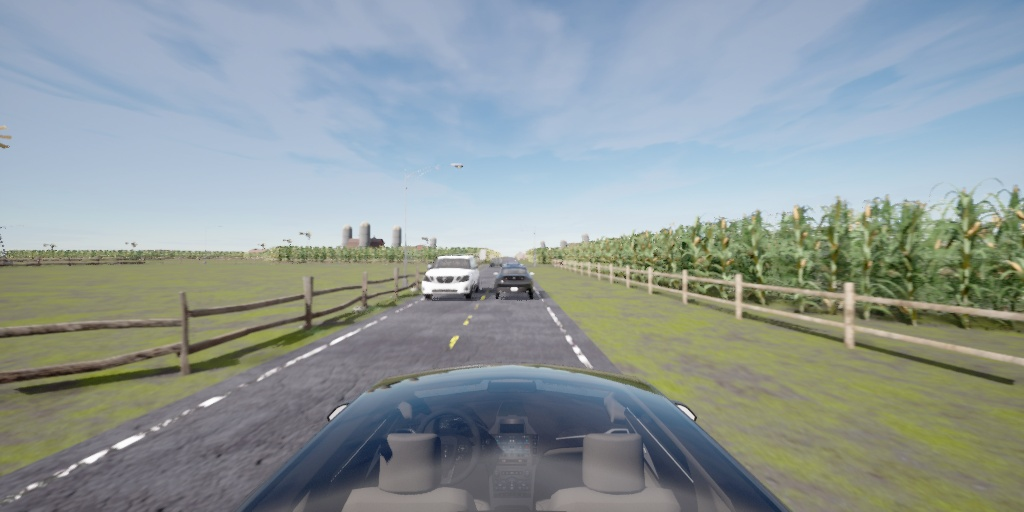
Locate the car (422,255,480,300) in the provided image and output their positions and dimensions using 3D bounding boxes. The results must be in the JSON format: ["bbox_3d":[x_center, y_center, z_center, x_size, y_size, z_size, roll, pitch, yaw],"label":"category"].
[{"bbox_3d":[-2.848,0.967,17.887,2.150,2.045,5.566,0,0,0],"label":"car"}]

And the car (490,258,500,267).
[{"bbox_3d":[-2.741,1.086,62.910,2.097,1.767,4.553,0,0,0],"label":"car"}]

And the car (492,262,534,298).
[{"bbox_3d":[0.102,1.250,18.591,1.837,1.490,4.892,0,0,0],"label":"car"}]

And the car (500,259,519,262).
[{"bbox_3d":[0.105,1.224,37.575,2.128,1.511,4.902,0,0,0],"label":"car"}]
